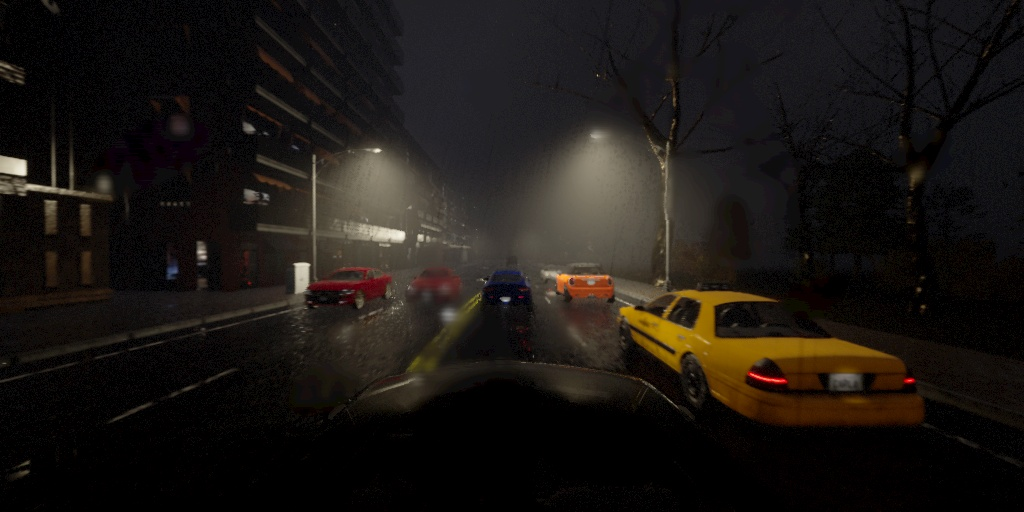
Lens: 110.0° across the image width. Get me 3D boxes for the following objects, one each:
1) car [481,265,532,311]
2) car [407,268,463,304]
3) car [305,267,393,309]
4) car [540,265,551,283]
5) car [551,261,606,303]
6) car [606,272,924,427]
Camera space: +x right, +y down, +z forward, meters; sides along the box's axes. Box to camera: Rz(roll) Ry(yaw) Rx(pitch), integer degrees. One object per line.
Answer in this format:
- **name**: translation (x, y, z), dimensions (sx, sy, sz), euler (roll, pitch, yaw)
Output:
- **car**: translation (-0.167, 1.275, 14.313), dimensions (1.812, 1.442, 4.674), euler (0, 0, 1)
- **car**: translation (-3.350, 1.275, 16.400), dimensions (1.812, 1.442, 4.674), euler (0, 0, 0)
- **car**: translation (-6.599, 1.227, 15.036), dimensions (1.882, 1.535, 5.008), euler (0, 0, 0)
- **car**: translation (3.249, 1.348, 27.896), dimensions (1.895, 1.301, 4.718), euler (0, 0, 0)
- **car**: translation (3.249, 1.101, 16.835), dimensions (2.097, 1.767, 4.553), euler (0, 0, 0)
- **car**: translation (3.249, 1.206, 6.055), dimensions (1.801, 1.575, 5.366), euler (0, 0, 0)
